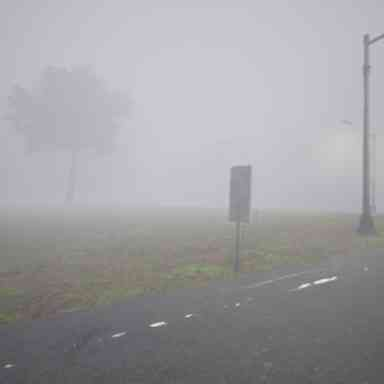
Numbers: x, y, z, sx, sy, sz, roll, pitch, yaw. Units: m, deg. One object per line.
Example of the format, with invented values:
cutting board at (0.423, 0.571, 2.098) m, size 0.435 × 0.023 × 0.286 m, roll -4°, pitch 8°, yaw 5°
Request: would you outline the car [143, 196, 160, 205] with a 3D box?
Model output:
car at (-8.047, 1.593, 66.233) m, size 2.097 × 1.767 × 4.553 m, roll 4°, pitch -3°, yaw -31°
